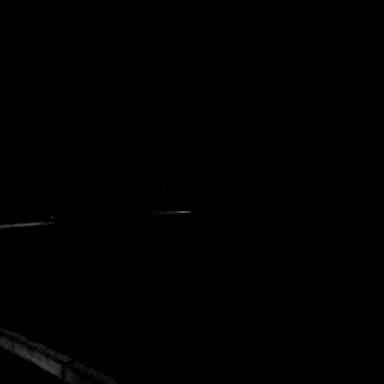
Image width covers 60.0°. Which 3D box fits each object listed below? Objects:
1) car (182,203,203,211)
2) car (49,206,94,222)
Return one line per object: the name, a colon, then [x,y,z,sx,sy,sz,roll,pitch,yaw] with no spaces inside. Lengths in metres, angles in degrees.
car: [0.060,2.460,54.925,1.994,1.385,4.181,-3,-2,33]
car: [-12.584,2.262,35.015,2.128,1.511,4.902,-3,-1,33]
